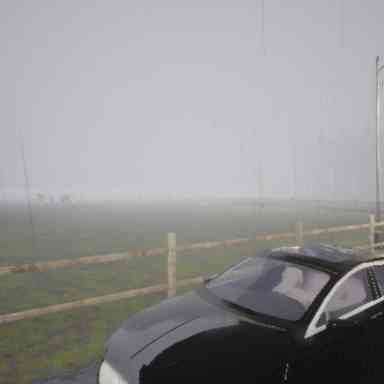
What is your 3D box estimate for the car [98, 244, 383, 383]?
[{"bbox_3d":[1.349,1.475,4.026,4.902,1.511,2.128,0,0,-35],"label":"car"}]
